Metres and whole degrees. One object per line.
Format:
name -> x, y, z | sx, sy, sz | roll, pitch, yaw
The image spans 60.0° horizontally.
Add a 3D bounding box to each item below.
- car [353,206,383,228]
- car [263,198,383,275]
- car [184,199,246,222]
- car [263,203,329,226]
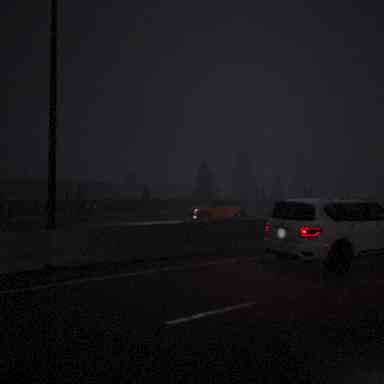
car -> 13.409, 1.601, 22.378 | 4.718, 1.301, 1.895 | 0, 0, -20
car -> 4.842, 1.210, 10.566 | 5.566, 2.045, 2.150 | 0, 0, -29
car -> 1.710, 1.331, 24.830 | 4.553, 1.767, 2.097 | 0, 0, -25
car -> 7.397, 1.555, 23.635 | 4.181, 1.385, 1.994 | 0, 0, -23
